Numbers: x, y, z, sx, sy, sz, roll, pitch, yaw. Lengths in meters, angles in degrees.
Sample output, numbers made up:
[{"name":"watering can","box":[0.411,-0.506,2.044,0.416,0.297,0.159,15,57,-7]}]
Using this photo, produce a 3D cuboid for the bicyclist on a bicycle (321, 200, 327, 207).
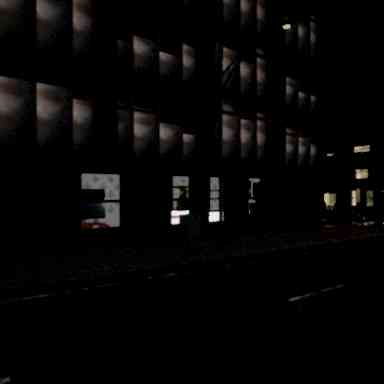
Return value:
[{"name":"bicyclist on a bicycle","box":[16.673,1.831,42.012,1.656,1.620,0.582,-1,0,-37]}]

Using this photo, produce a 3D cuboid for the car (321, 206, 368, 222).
[{"name":"car","box":[13.599,2.006,31.520,2.033,1.411,5.357,0,-1,-37]}]
